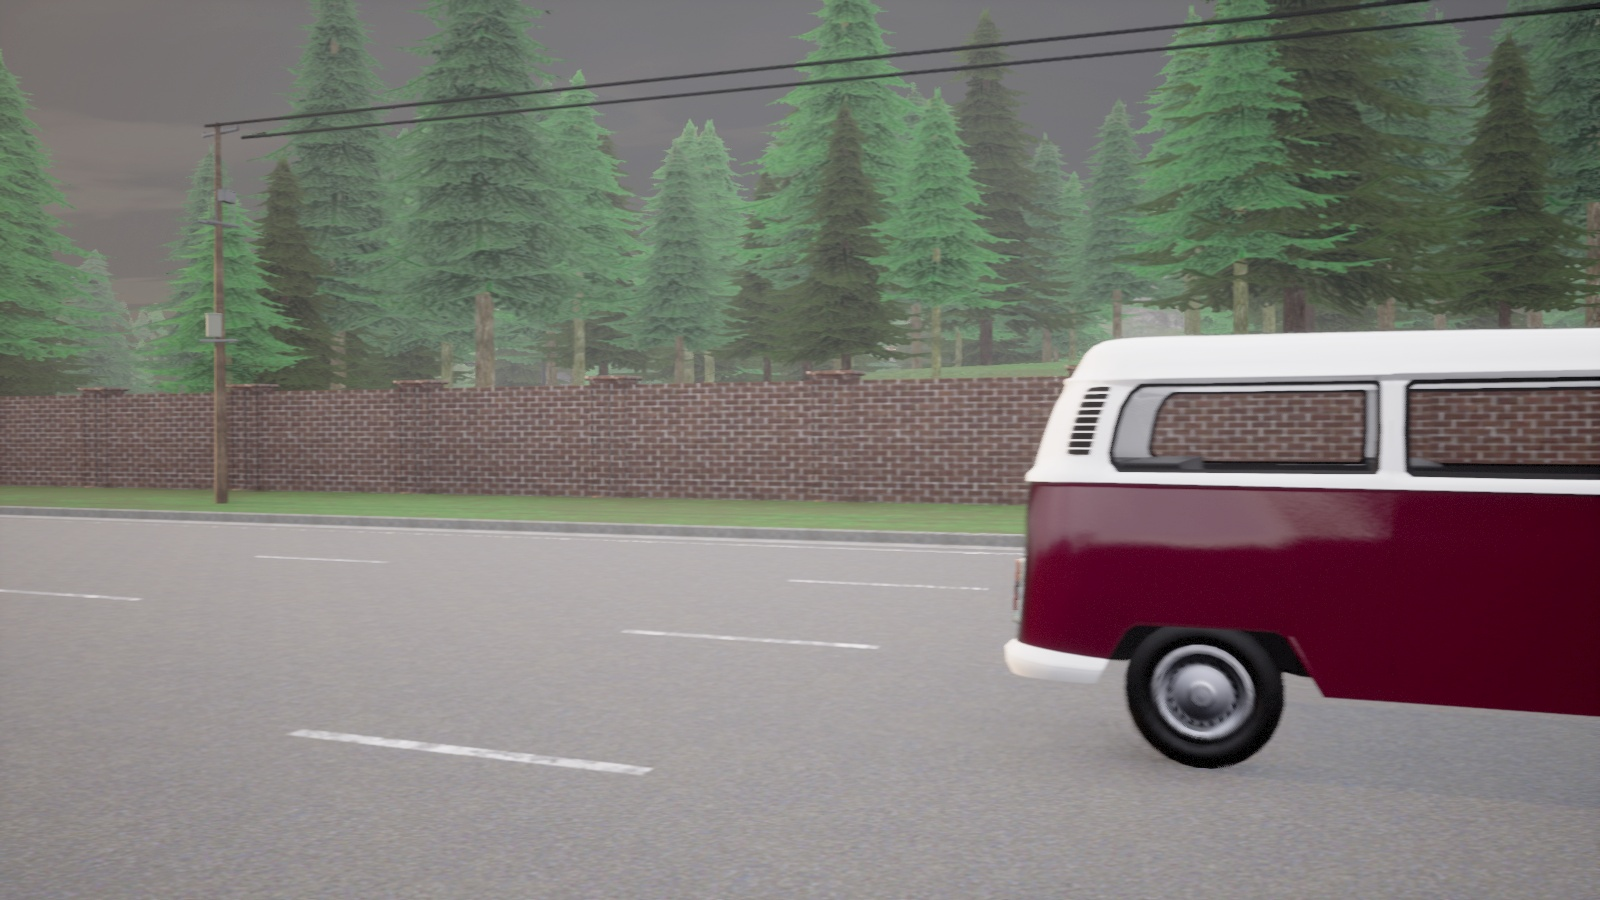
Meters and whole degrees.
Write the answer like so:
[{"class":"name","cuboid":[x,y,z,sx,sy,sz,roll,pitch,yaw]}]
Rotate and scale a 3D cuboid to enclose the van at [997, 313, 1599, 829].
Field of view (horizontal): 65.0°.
[{"class":"van","cuboid":[3.389,0.464,5.980,4.480,2.038,2.069,1,1,22]}]
